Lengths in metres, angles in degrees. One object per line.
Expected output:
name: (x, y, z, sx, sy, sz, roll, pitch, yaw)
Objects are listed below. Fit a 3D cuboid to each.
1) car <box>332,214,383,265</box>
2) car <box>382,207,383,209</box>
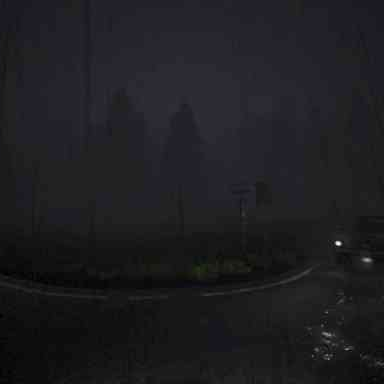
car: (6.013, 1.455, 10.594, 1.895, 1.301, 4.718, -2, 0, 39)
car: (11.650, 1.186, 18.229, 1.812, 1.442, 4.674, -2, 0, 36)
